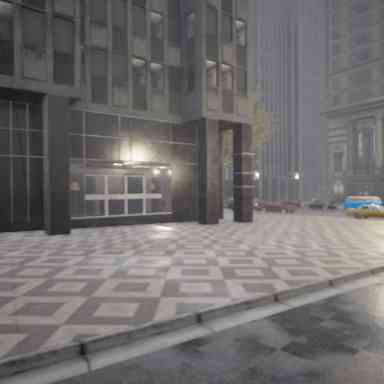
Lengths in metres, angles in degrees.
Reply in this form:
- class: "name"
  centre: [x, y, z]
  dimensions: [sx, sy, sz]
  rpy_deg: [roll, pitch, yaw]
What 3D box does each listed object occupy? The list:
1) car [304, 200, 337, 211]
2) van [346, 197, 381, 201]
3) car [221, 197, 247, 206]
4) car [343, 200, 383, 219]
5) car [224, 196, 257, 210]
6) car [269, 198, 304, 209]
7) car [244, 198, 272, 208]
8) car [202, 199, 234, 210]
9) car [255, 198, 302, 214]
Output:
- class: "car"
  centre: [16.524, 1.654, 42.892]
  dimensions: [1.947, 1.339, 4.313]
  rpy_deg: [-1, 0, -36]
- class: "van"
  centre: [19.686, 1.445, 38.498]
  dimensions: [1.690, 1.788, 3.998]
  rpy_deg: [-1, 0, -36]
- class: "car"
  centre: [7.033, 1.595, 56.070]
  dimensions: [2.008, 1.369, 4.403]
  rpy_deg: [-1, 0, -36]
- class: "car"
  centre: [16.019, 1.738, 28.996]
  dimensions: [1.752, 1.417, 4.829]
  rpy_deg: [-1, 0, -36]
- class: "car"
  centre: [6.649, 1.480, 42.013]
  dimensions: [2.192, 1.841, 5.009]
  rpy_deg: [-1, 0, -36]
- class: "car"
  centre: [13.360, 1.618, 47.284]
  dimensions: [1.887, 1.381, 4.507]
  rpy_deg: [-1, 0, -36]
- class: "car"
  centre: [10.196, 1.640, 51.678]
  dimensions: [1.802, 1.307, 4.206]
  rpy_deg: [-1, 0, -36]
- class: "car"
  centre: [3.559, 1.701, 46.307]
  dimensions: [2.008, 1.369, 4.403]
  rpy_deg: [-1, 0, -36]
- class: "car"
  centre: [9.741, 1.725, 37.723]
  dimensions: [1.887, 1.381, 4.507]
  rpy_deg: [-1, 0, -36]
